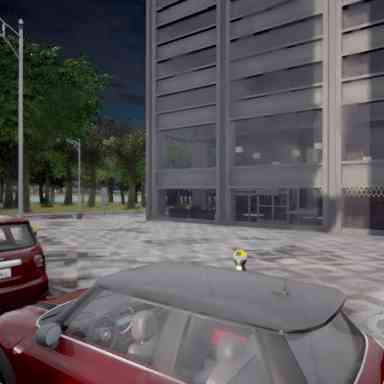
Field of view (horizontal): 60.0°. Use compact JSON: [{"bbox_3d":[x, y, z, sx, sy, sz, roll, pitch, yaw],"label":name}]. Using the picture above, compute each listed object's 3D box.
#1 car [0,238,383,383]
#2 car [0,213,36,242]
[{"bbox_3d":[-0.371,1.440,3.227,4.097,1.590,1.967,0,0,35],"label":"car"},{"bbox_3d":[-4.800,1.315,6.382,5.009,1.841,2.192,0,0,35],"label":"car"}]
